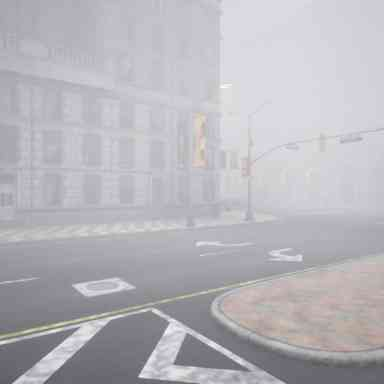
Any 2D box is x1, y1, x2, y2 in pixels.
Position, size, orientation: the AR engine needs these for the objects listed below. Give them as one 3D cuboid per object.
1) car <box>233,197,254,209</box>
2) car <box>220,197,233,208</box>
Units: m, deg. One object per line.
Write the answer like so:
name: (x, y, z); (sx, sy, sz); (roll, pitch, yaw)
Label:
car: (6.532, 1.489, 46.927); (2.128, 1.511, 4.902); (0, 0, -36)
car: (2.663, 1.222, 46.312); (2.150, 2.045, 5.566); (0, 0, -36)
